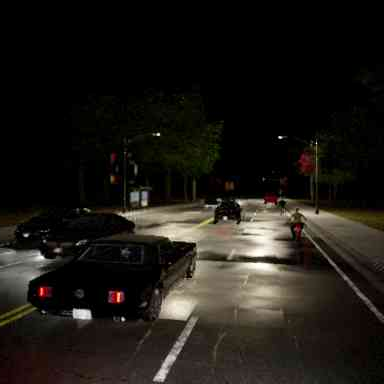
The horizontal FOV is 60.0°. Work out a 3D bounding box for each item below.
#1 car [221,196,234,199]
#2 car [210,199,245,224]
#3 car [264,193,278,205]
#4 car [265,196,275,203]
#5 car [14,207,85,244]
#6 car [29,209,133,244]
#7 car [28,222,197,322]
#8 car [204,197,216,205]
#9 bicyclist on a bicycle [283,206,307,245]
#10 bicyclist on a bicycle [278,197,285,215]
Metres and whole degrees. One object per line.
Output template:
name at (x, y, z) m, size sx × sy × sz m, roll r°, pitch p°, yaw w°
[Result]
car at (5.701, 1.350, 52.846) m, size 2.097 × 1.767 × 4.553 m, roll 0°, pitch 0°, yaw 13°
car at (2.810, 1.502, 24.810) m, size 1.837 × 1.490 × 4.892 m, roll 0°, pitch 0°, yaw 13°
car at (14.051, 1.223, 59.259) m, size 2.150 × 2.045 × 5.566 m, roll 0°, pitch 0°, yaw 11°
car at (16.917, 1.545, 72.291) m, size 2.033 × 1.411 × 5.357 m, roll 0°, pitch 0°, yaw 13°
car at (-6.142, 1.501, 15.741) m, size 1.837 × 1.490 × 4.892 m, roll 0°, pitch 0°, yaw 13°
car at (-3.570, 1.523, 12.414) m, size 1.812 × 1.442 × 4.674 m, roll 0°, pitch 0°, yaw 13°
car at (-1.199, 1.599, 7.306) m, size 1.895 × 1.301 × 4.718 m, roll 0°, pitch 0°, yaw 13°
car at (3.344, 1.563, 57.082) m, size 1.994 × 1.385 × 4.181 m, roll 0°, pitch 0°, yaw 13°
bicyclist on a bicycle at (4.575, 1.435, 14.490) m, size 0.866 × 1.612 × 1.509 m, roll 0°, pitch 0°, yaw 13°
bicyclist on a bicycle at (8.362, 1.368, 30.941) m, size 0.659 × 1.776 × 1.843 m, roll 0°, pitch 0°, yaw 13°
